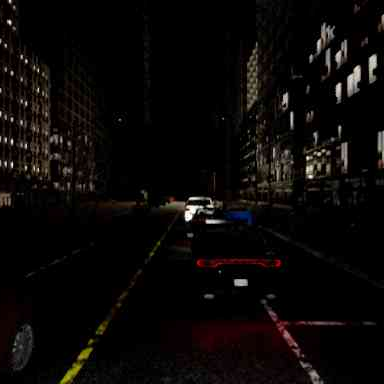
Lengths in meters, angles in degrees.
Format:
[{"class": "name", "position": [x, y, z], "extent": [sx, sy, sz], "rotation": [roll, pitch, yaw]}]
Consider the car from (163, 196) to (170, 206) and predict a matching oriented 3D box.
[{"class": "car", "position": [-5.702, 1.867, 60.522], "extent": [2.008, 1.369, 4.403], "rotation": [0, 0, 0]}]

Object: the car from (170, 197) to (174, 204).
[{"class": "car", "position": [-5.704, 1.691, 71.859], "extent": [2.192, 1.841, 5.009], "rotation": [0, 0, 0]}]

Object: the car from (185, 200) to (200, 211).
[{"class": "car", "position": [0.011, 1.803, 45.975], "extent": [1.994, 1.385, 4.181], "rotation": [0, 0, 0]}]

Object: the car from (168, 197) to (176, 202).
[{"class": "car", "position": [-5.708, 2.062, 94.529], "extent": [1.947, 1.339, 4.313], "rotation": [0, 0, 0]}]

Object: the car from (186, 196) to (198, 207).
[{"class": "car", "position": [-0.010, 1.665, 59.907], "extent": [2.097, 1.767, 4.553], "rotation": [0, 0, 0]}]

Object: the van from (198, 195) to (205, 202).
[{"class": "van", "position": [2.673, 1.837, 94.530], "extent": [1.690, 1.788, 3.998], "rotation": [0, 0, 0]}]

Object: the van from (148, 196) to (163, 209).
[{"class": "van", "position": [-5.700, 1.597, 49.188], "extent": [1.690, 1.788, 3.998], "rotation": [0, 0, 0]}]

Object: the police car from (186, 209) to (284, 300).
[{"class": "police car", "position": [0.899, 1.470, 8.691], "extent": [1.930, 1.638, 5.238], "rotation": [0, 0, 0]}]

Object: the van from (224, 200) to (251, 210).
[{"class": "van", "position": [2.685, 1.449, 20.848], "extent": [1.690, 1.788, 3.998], "rotation": [0, 0, 0]}]

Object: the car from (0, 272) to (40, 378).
[{"class": "car", "position": [-3.000, 1.541, 2.854], "extent": [1.812, 1.442, 4.674], "rotation": [0, 0, 0]}]

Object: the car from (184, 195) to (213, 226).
[{"class": "car", "position": [0.656, 1.351, 24.690], "extent": [2.150, 2.045, 5.566], "rotation": [0, 0, 4]}]

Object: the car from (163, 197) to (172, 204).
[{"class": "car", "position": [-5.705, 1.931, 77.356], "extent": [1.752, 1.417, 4.829], "rotation": [0, 0, 0]}]

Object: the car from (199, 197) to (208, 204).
[{"class": "car", "position": [2.676, 1.951, 77.526], "extent": [1.887, 1.381, 4.507], "rotation": [0, 0, 0]}]

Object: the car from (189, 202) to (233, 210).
[{"class": "car", "position": [0.897, 1.574, 18.580], "extent": [1.882, 1.535, 5.008], "rotation": [0, 0, 0]}]

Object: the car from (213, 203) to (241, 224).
[{"class": "car", "position": [2.684, 1.664, 26.684], "extent": [1.752, 1.417, 4.829], "rotation": [0, 0, 0]}]

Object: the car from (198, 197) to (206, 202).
[{"class": "car", "position": [2.674, 2.011, 88.862], "extent": [1.887, 1.381, 4.507], "rotation": [0, 0, 0]}]

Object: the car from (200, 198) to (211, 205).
[{"class": "car", "position": [2.678, 1.897, 66.190], "extent": [2.008, 1.369, 4.403], "rotation": [0, 0, 0]}]

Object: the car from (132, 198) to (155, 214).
[{"class": "car", "position": [-5.698, 1.721, 37.680], "extent": [1.752, 1.417, 4.829], "rotation": [0, 0, 0]}]
